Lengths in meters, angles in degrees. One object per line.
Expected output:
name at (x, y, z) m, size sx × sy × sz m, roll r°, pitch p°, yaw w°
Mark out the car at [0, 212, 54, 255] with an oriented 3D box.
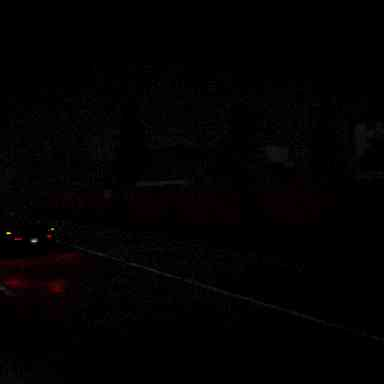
car at (-7.076, 1.529, 13.485) m, size 1.812 × 1.442 × 4.674 m, roll -1°, pitch 1°, yaw -41°
